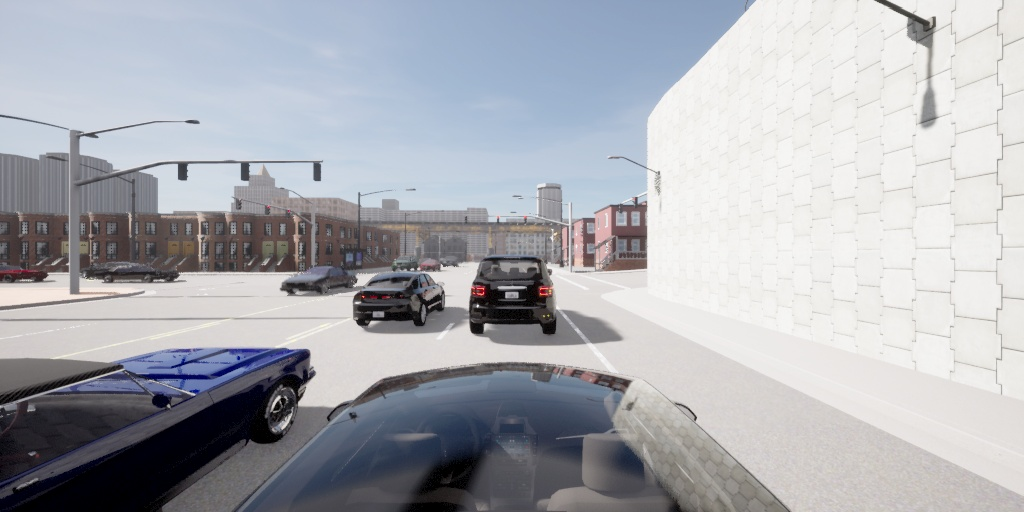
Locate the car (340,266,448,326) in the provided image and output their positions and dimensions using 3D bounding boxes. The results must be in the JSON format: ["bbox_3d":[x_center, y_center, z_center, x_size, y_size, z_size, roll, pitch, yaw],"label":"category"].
[{"bbox_3d":[-3.422,1.255,11.624,1.837,1.490,4.892,0,0,0],"label":"car"}]

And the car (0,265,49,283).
[{"bbox_3d":[-38.295,1.351,27.045,4.718,1.301,1.895,0,0,0],"label":"car"}]

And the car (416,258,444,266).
[{"bbox_3d":[-10.610,1.228,46.874,1.882,1.535,5.008,0,0,0],"label":"car"}]

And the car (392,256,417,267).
[{"bbox_3d":[-14.104,0.971,47.554,2.150,2.045,5.566,0,0,0],"label":"car"}]

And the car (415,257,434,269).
[{"bbox_3d":[-14.097,1.103,58.027,2.097,1.767,4.553,0,0,0],"label":"car"}]

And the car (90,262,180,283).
[{"bbox_3d":[-28.178,1.351,27.081,4.718,1.301,1.895,0,0,0],"label":"car"}]

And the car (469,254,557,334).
[{"bbox_3d":[0.062,0.971,10.734,2.150,2.045,5.566,0,0,1],"label":"car"}]

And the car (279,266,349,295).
[{"bbox_3d":[-10.605,1.297,20.229,2.033,1.411,5.357,0,0,0],"label":"car"}]

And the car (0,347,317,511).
[{"bbox_3d":[-3.397,1.351,2.370,1.895,1.301,4.718,0,0,0],"label":"car"}]

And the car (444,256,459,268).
[{"bbox_3d":[-10.587,0.971,61.916,2.150,2.045,5.566,0,0,0],"label":"car"}]

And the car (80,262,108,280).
[{"bbox_3d":[-34.189,1.255,30.724,4.892,1.490,1.837,0,0,0],"label":"car"}]
